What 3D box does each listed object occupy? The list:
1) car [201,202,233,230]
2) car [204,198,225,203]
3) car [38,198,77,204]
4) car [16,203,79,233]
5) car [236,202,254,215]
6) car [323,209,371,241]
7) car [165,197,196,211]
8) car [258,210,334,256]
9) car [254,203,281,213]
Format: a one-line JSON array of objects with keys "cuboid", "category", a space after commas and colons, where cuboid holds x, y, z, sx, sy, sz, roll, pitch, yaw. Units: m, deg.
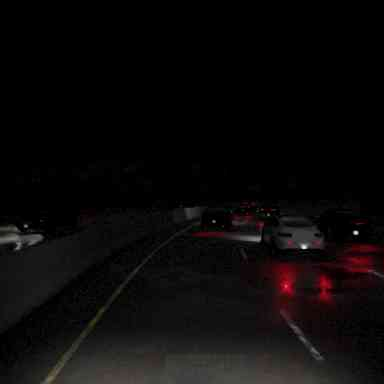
[{"cuboid": [1.809, 1.725, 23.317, 1.882, 1.535, 5.008, 0, -1, 10], "category": "car"}, {"cuboid": [4.501, 2.227, 59.746, 1.994, 1.385, 4.181, -1, -1, 31], "category": "car"}, {"cuboid": [-11.721, 1.549, 28.072, 2.150, 2.045, 5.566, 0, -1, 12], "category": "car"}, {"cuboid": [-9.257, 1.739, 21.678, 2.128, 1.511, 4.902, 0, -1, 9], "category": "car"}, {"cuboid": [6.690, 1.907, 40.162, 2.128, 1.511, 4.902, 0, -1, 21], "category": "car"}, {"cuboid": [8.025, 1.689, 18.085, 1.837, 1.490, 4.892, 0, -1, 7], "category": "car"}, {"cuboid": [-1.258, 1.660, 39.594, 2.150, 2.045, 5.566, -1, -1, 20], "category": "car"}, {"cuboid": [4.028, 1.672, 13.738, 1.812, 1.442, 4.674, 0, -1, 4], "category": "car"}, {"cuboid": [7.403, 1.812, 31.612, 2.128, 1.511, 4.902, 0, -1, 16], "category": "car"}]
